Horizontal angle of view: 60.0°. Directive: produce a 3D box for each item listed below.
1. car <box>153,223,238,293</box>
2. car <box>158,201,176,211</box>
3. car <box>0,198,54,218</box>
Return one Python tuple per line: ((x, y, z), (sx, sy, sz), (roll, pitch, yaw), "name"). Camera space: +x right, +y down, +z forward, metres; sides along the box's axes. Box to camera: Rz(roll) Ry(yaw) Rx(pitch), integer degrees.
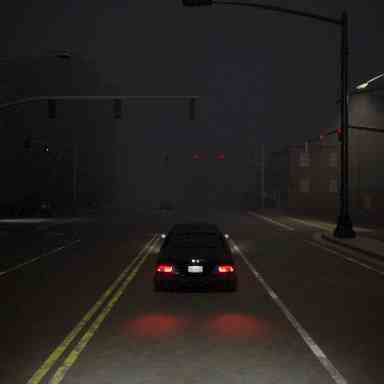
((0.083, 1.547, 8.988), (2.033, 1.411, 5.357), (0, 0, 0), "car")
((-3.538, 2.008, 45.961), (1.812, 1.442, 4.674), (0, -4, 0), "car")
((-14.977, 1.352, 29.850), (4.553, 1.767, 2.097), (0, 0, 1), "car")
